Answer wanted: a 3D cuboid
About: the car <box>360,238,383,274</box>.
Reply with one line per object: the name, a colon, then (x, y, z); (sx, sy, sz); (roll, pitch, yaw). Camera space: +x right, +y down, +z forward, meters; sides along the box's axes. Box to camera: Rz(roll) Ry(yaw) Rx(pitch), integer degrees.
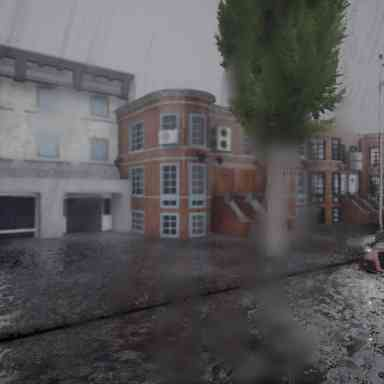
car: (6.561, 1.572, 9.287); (4.181, 1.385, 1.994); (0, 0, -35)
